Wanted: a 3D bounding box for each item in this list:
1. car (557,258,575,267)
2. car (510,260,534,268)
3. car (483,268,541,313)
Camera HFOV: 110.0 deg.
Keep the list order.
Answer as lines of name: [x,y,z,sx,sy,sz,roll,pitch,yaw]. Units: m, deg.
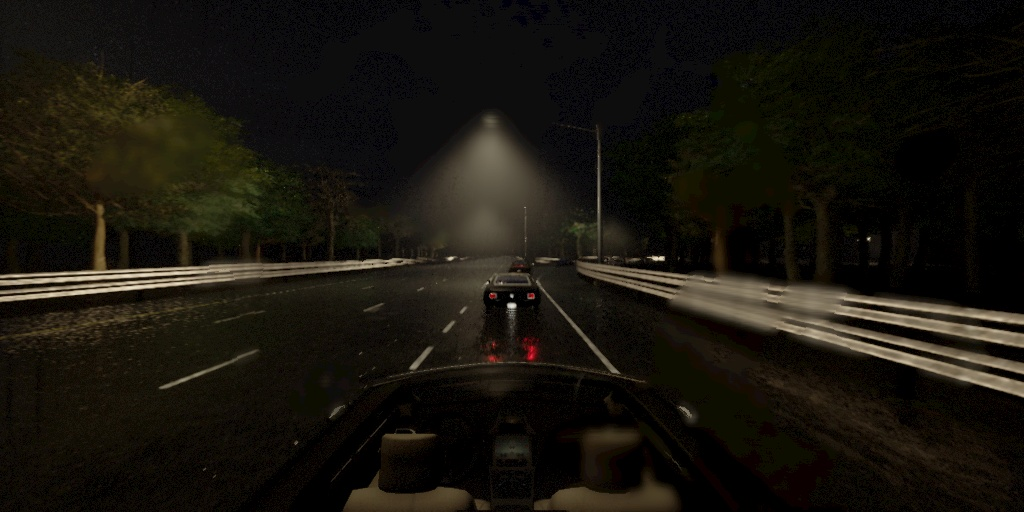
car: [8.734,1.019,58.241,1.812,1.442,4.674,0,0,26]
car: [0.952,1.107,32.823,1.882,1.535,5.008,0,0,8]
car: [0.002,1.298,13.688,1.895,1.301,4.718,0,0,0]
